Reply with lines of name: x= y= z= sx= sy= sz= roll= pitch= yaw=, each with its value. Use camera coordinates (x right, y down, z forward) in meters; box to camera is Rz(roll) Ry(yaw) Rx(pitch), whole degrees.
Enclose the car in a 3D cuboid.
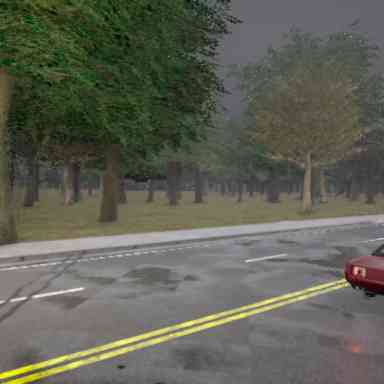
car: x=5.488 y=1.608 z=7.352 sx=4.718 sy=1.301 sz=1.895 roll=0 pitch=0 yaw=-35
